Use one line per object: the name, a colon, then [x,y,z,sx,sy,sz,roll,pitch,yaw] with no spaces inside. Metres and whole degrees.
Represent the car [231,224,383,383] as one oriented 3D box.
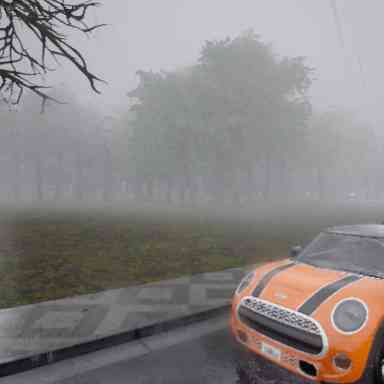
car: [2.792,1.361,5.382,4.553,1.767,2.097,0,0,-36]
